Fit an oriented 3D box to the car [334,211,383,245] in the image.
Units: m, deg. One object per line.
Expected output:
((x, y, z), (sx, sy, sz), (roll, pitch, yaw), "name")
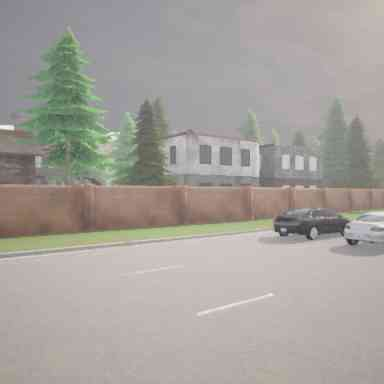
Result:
((8.269, 1.530, 14.066), (4.674, 1.442, 1.812), (0, 0, -35), "car")

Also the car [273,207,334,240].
((6.236, 1.513, 16.916), (4.892, 1.490, 1.837), (0, 0, -35), "car")
